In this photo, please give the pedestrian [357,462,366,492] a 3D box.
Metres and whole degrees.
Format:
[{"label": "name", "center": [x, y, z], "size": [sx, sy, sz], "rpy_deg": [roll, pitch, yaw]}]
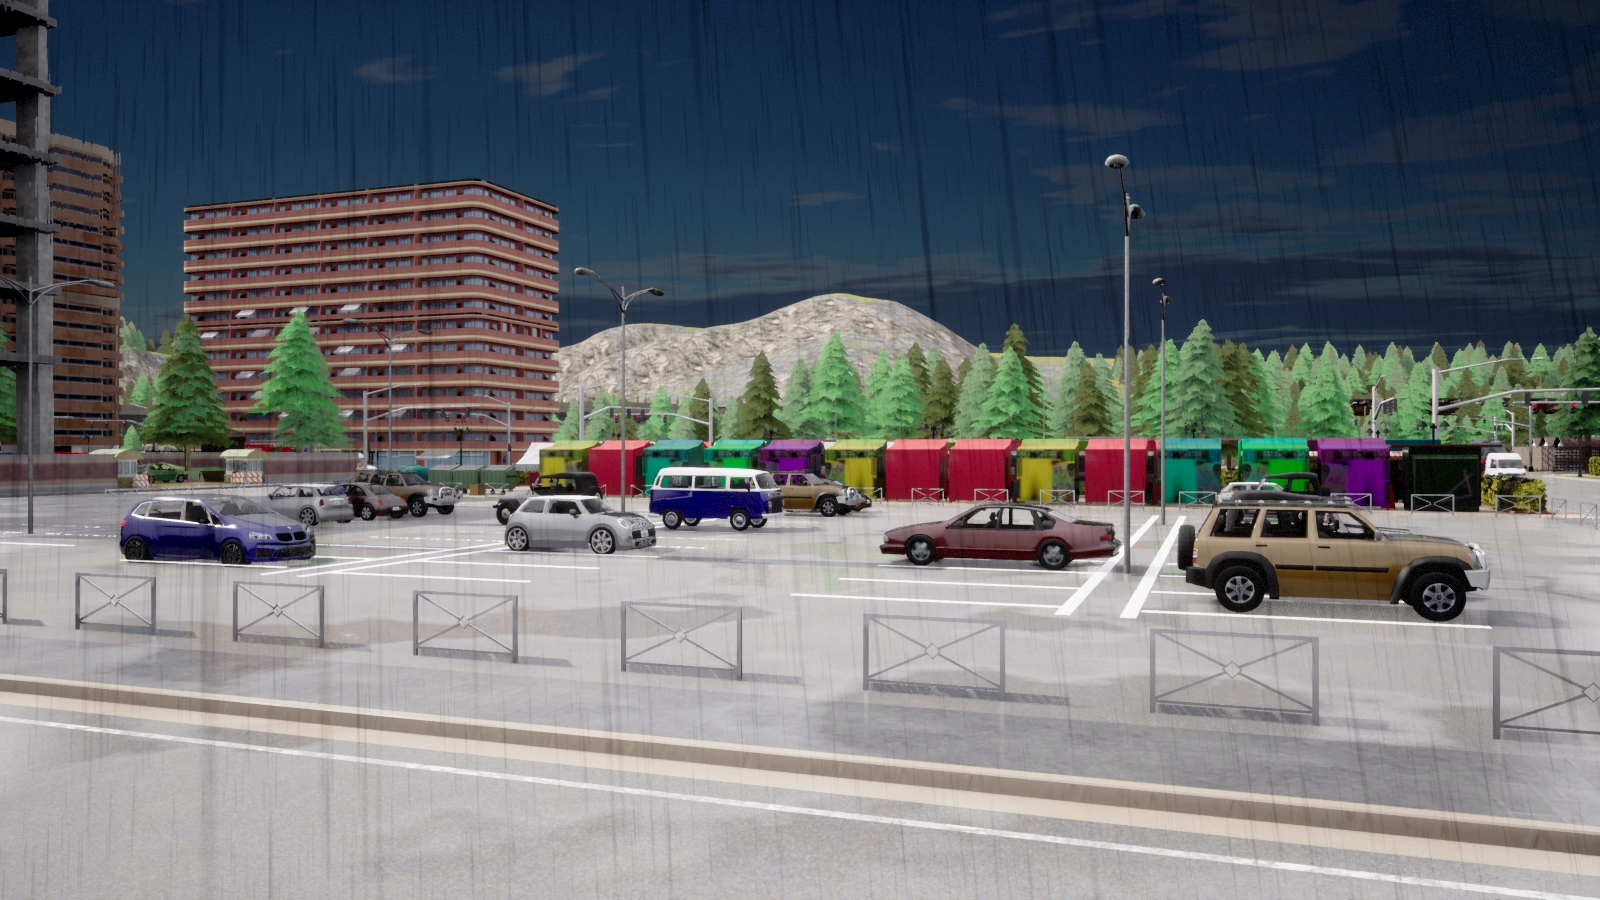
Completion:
[{"label": "pedestrian", "center": [-26.940, 1.643, 70.158], "size": [0.375, 1.860, 0.375], "rpy_deg": [0, 0, 19]}]
